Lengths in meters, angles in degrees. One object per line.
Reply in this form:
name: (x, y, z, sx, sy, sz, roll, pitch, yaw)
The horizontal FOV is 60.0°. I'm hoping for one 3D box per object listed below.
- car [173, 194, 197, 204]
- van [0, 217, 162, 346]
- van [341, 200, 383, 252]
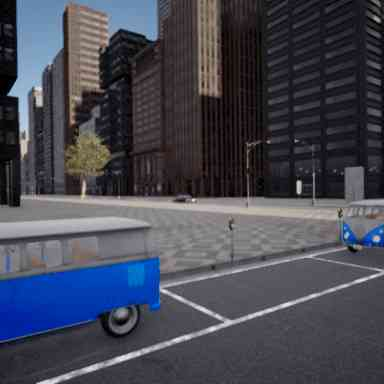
car: (-1.118, 1.143, 52.732, 2.128, 1.511, 4.902, -1, 0, -35)
van: (-2.413, 1.329, 4.930, 3.998, 1.788, 1.690, -1, 1, -35)
van: (6.834, 1.153, 11.518, 3.998, 1.788, 1.690, -1, 1, -35)
